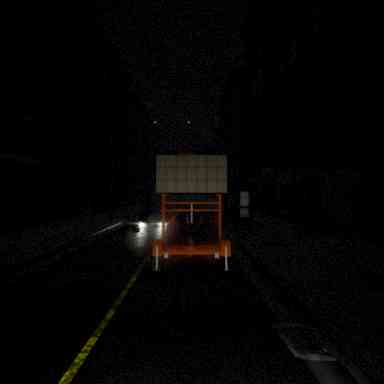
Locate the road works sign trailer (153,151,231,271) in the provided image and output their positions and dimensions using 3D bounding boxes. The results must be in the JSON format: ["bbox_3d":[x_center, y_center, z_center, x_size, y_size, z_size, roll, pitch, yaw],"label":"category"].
[{"bbox_3d":[-0.011,0.467,10.918,2.380,3.560,2.880,0,0,0],"label":"road works sign trailer"}]

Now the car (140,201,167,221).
[{"bbox_3d":[-3.129,1.491,27.600,1.882,1.535,5.008,0,0,0],"label":"car"}]
